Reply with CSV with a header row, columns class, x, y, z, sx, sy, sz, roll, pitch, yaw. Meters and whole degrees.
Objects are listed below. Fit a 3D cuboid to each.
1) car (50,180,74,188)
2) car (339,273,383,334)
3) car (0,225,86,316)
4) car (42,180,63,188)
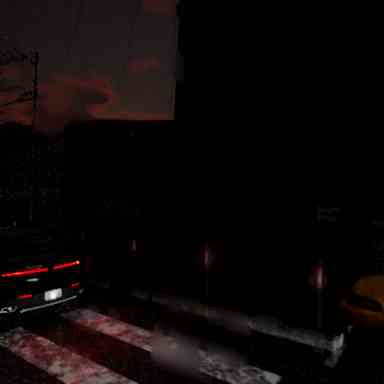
class,x,y,z,sx,sy,sz,roll,pitch,yaw
car,-29.545,-1.809,75.578,5.008,1.535,2.097,4,3,24
car,4.781,1.489,4.101,5.366,1.575,1.946,0,0,35
car,-4.204,1.473,7.029,4.892,1.490,1.837,-1,-1,38
car,-30.614,-1.874,73.028,4.553,1.767,2.185,4,3,24
